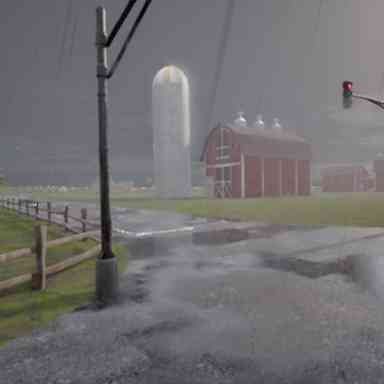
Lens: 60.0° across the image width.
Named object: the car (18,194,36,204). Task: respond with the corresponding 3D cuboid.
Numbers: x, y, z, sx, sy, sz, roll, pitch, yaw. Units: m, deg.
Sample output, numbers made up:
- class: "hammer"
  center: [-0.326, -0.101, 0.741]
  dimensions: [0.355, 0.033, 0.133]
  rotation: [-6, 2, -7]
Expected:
- class: "car"
  center: [-24.693, 1.041, 49.689]
  dimensions: [1.837, 1.490, 4.892]
  rotation: [-2, 1, -36]
